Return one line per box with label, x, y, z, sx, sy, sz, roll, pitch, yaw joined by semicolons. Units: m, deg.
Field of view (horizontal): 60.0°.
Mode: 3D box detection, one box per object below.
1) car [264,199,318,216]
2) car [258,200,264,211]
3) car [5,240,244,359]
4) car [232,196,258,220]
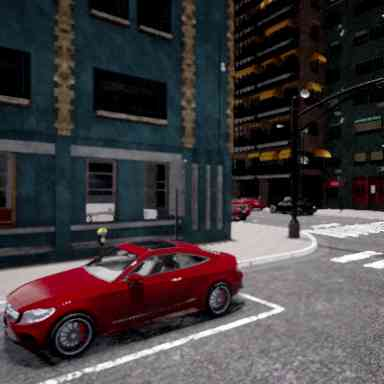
car;8.780;1.260;28.898;1.947;1.339;4.313;1;0;-36
car;5.513;1.196;33.410;1.802;1.307;4.206;1;0;-36
car;-0.906;1.572;5.904;4.206;1.307;1.802;0;1;-35
car;1.975;0.974;24.016;2.192;1.841;5.009;1;0;-36
